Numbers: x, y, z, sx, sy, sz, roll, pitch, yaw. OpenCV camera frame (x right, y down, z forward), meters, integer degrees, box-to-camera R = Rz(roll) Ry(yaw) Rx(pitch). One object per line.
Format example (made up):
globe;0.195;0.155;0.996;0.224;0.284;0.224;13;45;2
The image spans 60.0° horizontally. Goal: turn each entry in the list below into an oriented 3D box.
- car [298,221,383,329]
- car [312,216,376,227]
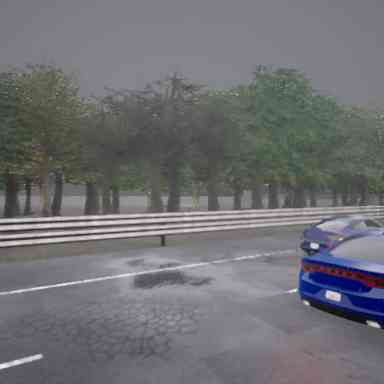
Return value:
car;4.281;1.514;6.712;5.008;1.535;1.882;0;0;-35
car;5.859;1.584;12.050;4.674;1.442;1.812;0;0;-34
